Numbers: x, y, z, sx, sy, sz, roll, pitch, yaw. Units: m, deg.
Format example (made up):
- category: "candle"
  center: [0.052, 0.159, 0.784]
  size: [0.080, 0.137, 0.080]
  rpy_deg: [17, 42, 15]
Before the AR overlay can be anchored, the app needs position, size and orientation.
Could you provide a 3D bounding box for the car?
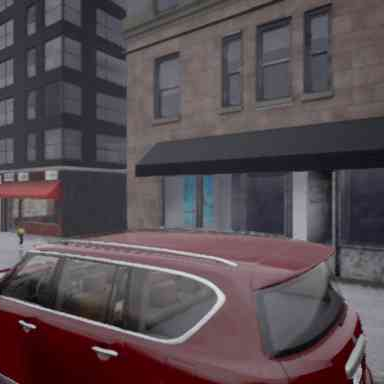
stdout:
- category: "car"
  center: [-0.821, 1.347, 3.653]
  size: [5.009, 1.841, 2.192]
  rpy_deg: [-1, 0, 35]
